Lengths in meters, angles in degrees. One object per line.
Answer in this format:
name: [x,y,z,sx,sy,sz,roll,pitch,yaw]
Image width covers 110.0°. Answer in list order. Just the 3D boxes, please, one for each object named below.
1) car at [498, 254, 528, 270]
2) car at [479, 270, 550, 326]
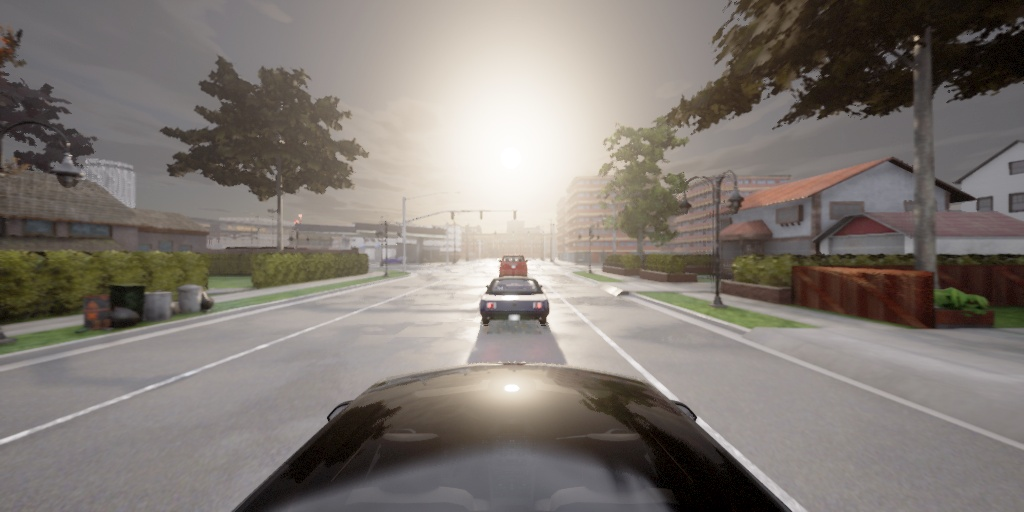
car: [0.105,0.857,28.438,2.150,2.045,5.566,0,0,0]
car: [0.078,1.307,11.534,1.895,1.301,4.718,0,0,0]
